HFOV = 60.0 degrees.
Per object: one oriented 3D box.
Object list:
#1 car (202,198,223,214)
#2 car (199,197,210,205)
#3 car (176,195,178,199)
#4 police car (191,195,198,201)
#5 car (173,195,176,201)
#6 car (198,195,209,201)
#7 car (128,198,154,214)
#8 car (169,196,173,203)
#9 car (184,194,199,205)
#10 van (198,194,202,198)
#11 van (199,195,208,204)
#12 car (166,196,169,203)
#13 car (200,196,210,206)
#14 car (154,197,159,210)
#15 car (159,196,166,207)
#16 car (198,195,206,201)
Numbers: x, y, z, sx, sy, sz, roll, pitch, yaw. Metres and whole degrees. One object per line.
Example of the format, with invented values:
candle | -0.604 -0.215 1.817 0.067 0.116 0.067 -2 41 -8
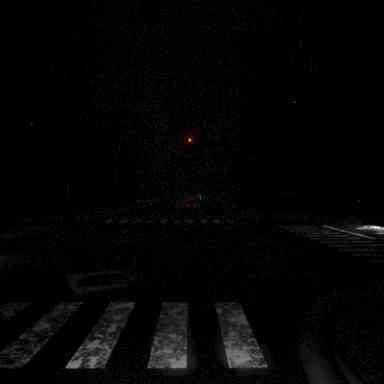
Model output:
car | 2.357 1.604 36.053 1.947 1.339 4.313 0 0 0
car | 2.407 1.644 63.607 2.008 1.369 4.403 0 0 0
car | -5.567 1.715 91.176 1.887 1.381 4.507 0 0 0
police car | 0.644 1.593 90.134 1.930 1.638 5.238 0 0 0
car | -5.588 1.690 80.154 2.008 1.369 4.403 0 0 0
car | 2.387 1.634 52.586 1.947 1.339 4.313 0 0 0
car | -5.668 1.478 36.068 1.967 1.590 4.097 0 0 0
car | -5.608 1.548 69.132 1.967 1.590 4.097 0 0 0
car | -0.131 1.570 63.308 1.882 1.535 5.008 0 0 0
van | 2.397 1.421 58.097 1.690 1.788 3.998 0 0 0
van | 2.417 1.449 69.118 1.690 1.788 3.998 0 0 0
car | -5.628 1.631 58.111 2.008 1.369 4.403 0 0 0
car | 2.377 1.639 47.075 1.802 1.307 4.206 0 0 0
car | -5.658 1.487 41.579 1.967 1.590 4.097 0 0 0
car | -5.638 1.650 52.600 1.802 1.307 4.206 0 0 0
car | 2.448 1.595 85.650 1.967 1.590 4.097 0 0 0
